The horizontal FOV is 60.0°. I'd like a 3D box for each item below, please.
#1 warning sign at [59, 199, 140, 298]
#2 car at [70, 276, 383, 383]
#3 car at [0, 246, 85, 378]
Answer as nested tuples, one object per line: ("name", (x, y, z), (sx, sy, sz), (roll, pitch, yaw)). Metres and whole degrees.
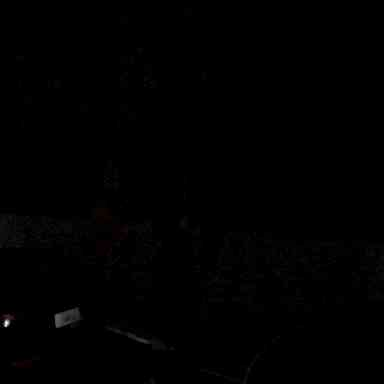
("warning sign", (-1.982, 1.097, 7.213), (1.060, 1.860, 1.300), (0, 0, 36))
("car", (1.392, 1.441, 1.967), (4.097, 1.590, 1.967), (0, 0, 36))
("car", (-3.197, 1.548, 5.241), (4.313, 1.339, 1.947), (0, 0, 36))
